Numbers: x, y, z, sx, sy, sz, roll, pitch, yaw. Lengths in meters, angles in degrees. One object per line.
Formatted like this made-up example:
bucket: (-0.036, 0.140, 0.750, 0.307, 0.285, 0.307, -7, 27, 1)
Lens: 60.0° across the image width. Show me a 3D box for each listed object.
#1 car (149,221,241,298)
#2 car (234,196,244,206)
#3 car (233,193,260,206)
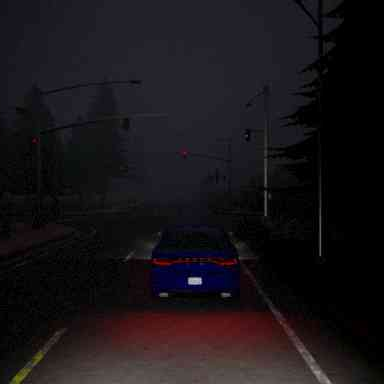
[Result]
car: (0.079, 1.478, 8.558, 1.882, 1.535, 5.008, 0, 0, 1)
car: (8.954, 1.144, 49.511, 4.605, 1.855, 1.932, 0, 0, 0)
car: (8.545, 1.146, 52.022, 3.866, 1.878, 1.905, 0, 0, 0)
